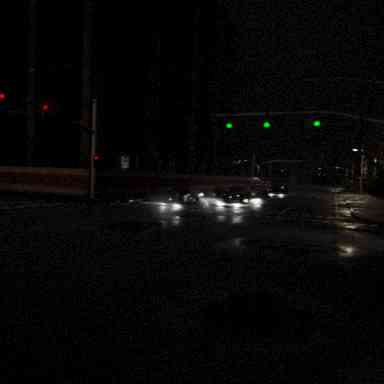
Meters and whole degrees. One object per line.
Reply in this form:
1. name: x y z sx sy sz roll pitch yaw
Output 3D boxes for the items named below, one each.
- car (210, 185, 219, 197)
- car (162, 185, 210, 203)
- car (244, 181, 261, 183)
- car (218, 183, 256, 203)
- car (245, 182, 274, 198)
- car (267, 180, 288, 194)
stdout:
1. car: 3.308 -0.075 38.381 1.895 1.301 4.718 3 3 23
2. car: -0.632 0.135 29.287 2.033 1.411 5.357 4 3 24
3. car: 8.777 -0.492 50.990 2.033 1.411 5.357 4 3 24
4. car: 4.443 0.166 32.151 1.837 1.490 4.892 4 3 24
5. car: 8.155 -0.098 40.769 2.128 1.511 4.902 3 3 23
6. car: 14.672 -0.793 55.668 2.150 2.045 5.566 3 3 23
